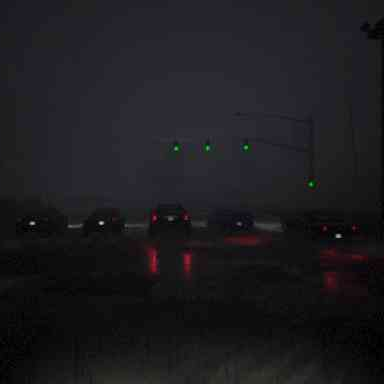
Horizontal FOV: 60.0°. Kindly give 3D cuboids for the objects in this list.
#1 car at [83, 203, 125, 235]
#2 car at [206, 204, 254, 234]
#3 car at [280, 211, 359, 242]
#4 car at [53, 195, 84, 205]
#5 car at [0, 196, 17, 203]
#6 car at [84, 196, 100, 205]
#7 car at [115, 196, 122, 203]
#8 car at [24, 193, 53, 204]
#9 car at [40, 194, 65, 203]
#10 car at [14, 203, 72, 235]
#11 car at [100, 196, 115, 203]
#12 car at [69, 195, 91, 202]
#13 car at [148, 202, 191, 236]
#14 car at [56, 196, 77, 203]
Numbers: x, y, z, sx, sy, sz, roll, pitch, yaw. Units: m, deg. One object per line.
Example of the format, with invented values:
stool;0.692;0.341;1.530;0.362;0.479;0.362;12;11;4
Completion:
car;-4.938;1.563;19.105;1.994;1.385;4.181;0;0;-8
car;2.087;1.463;19.425;1.882;1.535;5.008;0;0;-8
car;6.016;1.580;16.409;1.895;1.301;4.718;0;0;-6
car;-21.647;1.559;58.150;5.357;1.411;2.033;0;0;42
car;-35.249;1.514;62.459;5.008;1.535;1.882;0;0;21
car;-19.457;1.484;60.893;5.008;1.535;1.882;0;0;42
car;-16.191;1.474;67.264;5.008;1.535;1.882;0;0;38
car;-25.975;1.243;57.189;5.566;2.045;2.150;0;0;38
car;-28.033;1.311;66.818;4.553;1.767;2.097;0;0;28
car;-8.455;1.571;19.023;1.994;1.385;4.181;0;0;-8
car;-17.728;1.494;63.999;4.902;1.511;2.128;0;0;38
car;-24.651;1.454;72.946;4.674;1.442;1.812;0;0;28
car;-1.324;1.345;18.429;2.097;1.767;4.553;0;0;-7
car;-26.356;1.495;69.889;4.181;1.385;1.994;0;0;28
